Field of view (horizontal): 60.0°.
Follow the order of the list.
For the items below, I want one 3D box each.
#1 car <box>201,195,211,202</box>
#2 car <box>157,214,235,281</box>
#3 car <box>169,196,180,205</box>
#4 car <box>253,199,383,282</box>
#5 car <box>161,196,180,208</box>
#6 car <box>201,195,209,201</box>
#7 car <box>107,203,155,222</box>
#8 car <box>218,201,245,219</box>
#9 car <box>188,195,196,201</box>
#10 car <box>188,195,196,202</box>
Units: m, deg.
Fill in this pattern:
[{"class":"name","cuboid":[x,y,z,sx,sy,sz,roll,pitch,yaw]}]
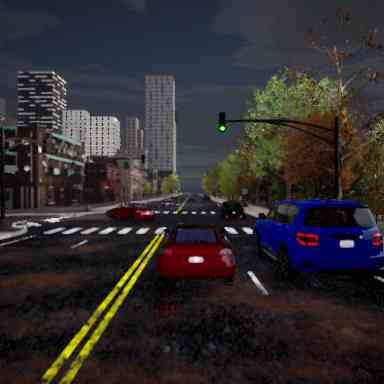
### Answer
[{"class":"car","cuboid":[3.236,1.517,73.981,1.837,1.490,4.892,0,0,0]},{"class":"car","cuboid":[0.099,1.569,9.862,1.994,1.385,4.181,0,0,0]},{"class":"car","cuboid":[-3.286,1.525,63.457,1.837,1.490,4.892,0,1,1]},{"class":"car","cuboid":[3.353,1.226,9.945,2.150,2.045,5.566,0,0,-1]},{"class":"car","cuboid":[-3.342,1.510,47.940,2.128,1.511,4.902,0,0,0]},{"class":"car","cuboid":[3.235,1.383,84.400,1.812,1.442,4.674,0,0,0]},{"class":"car","cuboid":[-4.922,1.576,26.505,4.181,1.385,1.994,0,0,40]},{"class":"car","cuboid":[3.345,1.491,28.934,1.882,1.535,5.008,0,0,0]},{"class":"car","cuboid":[-0.015,1.412,84.399,1.994,1.385,4.181,0,0,0]},{"class":"car","cuboid":[-0.014,1.557,73.980,2.033,1.411,5.357,0,0,0]}]
